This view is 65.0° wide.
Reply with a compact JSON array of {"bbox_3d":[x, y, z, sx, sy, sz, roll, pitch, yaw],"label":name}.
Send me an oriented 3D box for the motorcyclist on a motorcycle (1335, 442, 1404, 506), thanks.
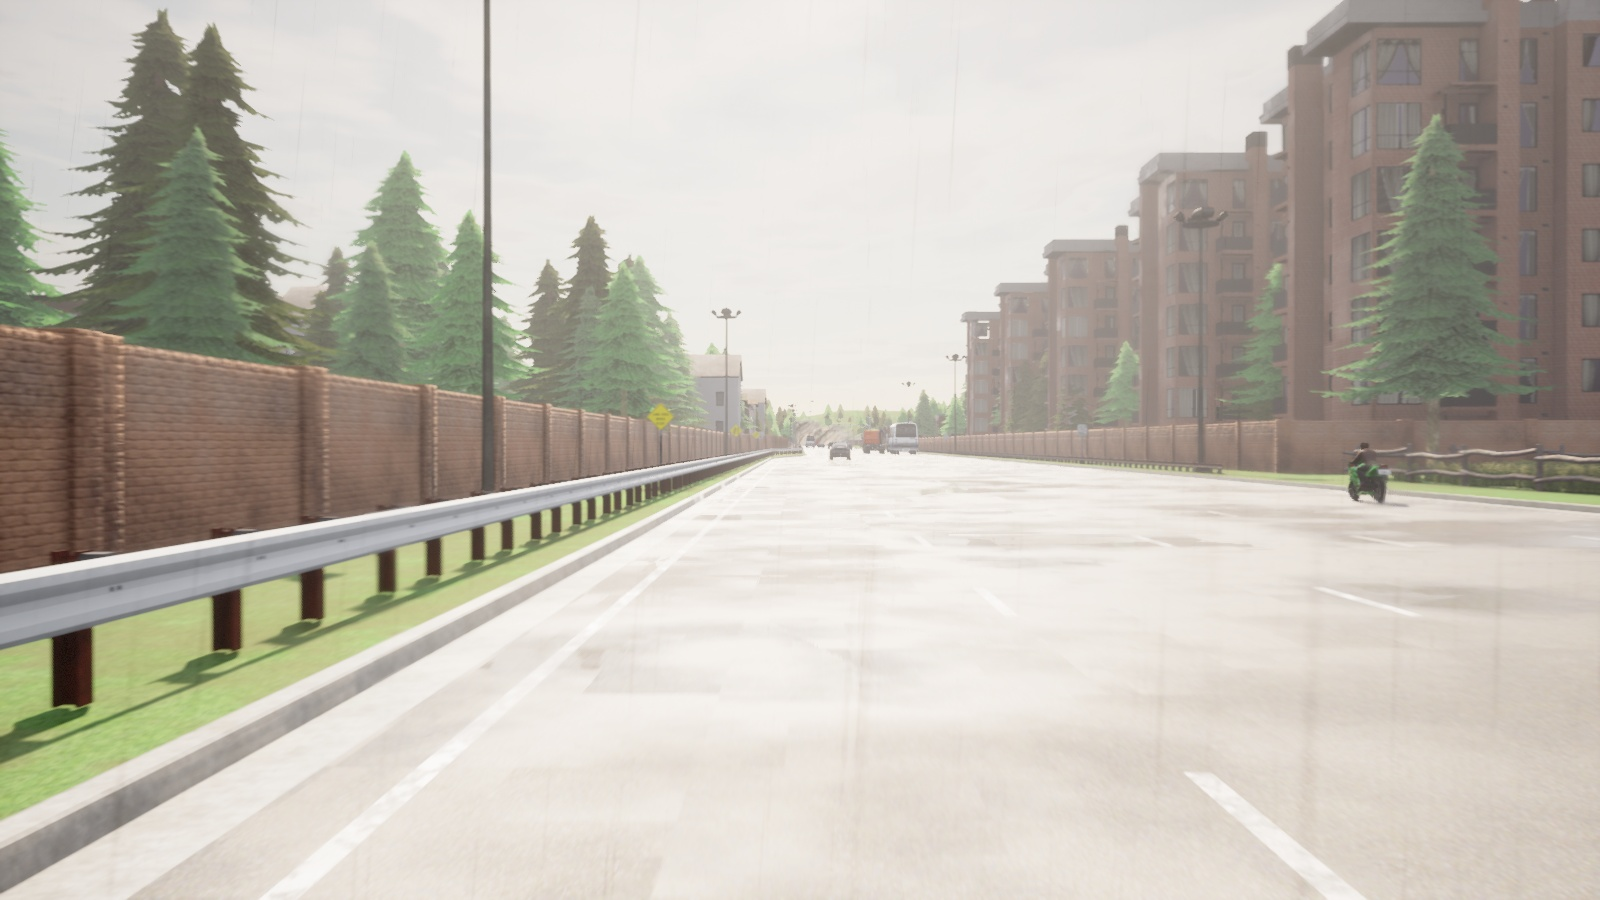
[{"bbox_3d":[14.122,0.577,31.214,0.797,1.523,2.044,0,0,0],"label":"motorcyclist on a motorcycle"}]
